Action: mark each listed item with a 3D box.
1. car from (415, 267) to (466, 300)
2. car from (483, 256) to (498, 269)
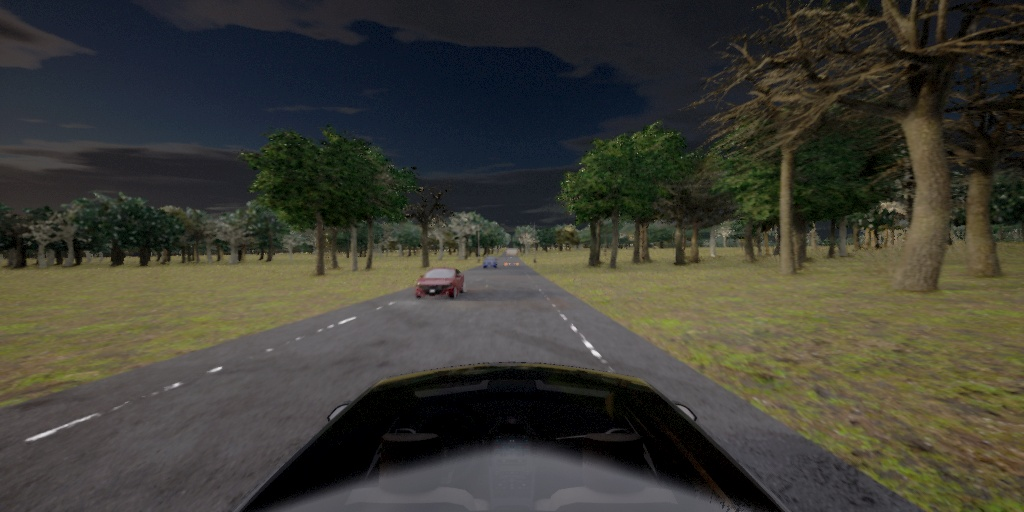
[{"bbox_3d":[-3.600,1.314,18.688,1.882,1.535,5.008,0,0,0],"label":"car"},{"bbox_3d":[-3.538,1.101,58.960,2.150,2.045,5.566,0,0,1],"label":"car"}]
